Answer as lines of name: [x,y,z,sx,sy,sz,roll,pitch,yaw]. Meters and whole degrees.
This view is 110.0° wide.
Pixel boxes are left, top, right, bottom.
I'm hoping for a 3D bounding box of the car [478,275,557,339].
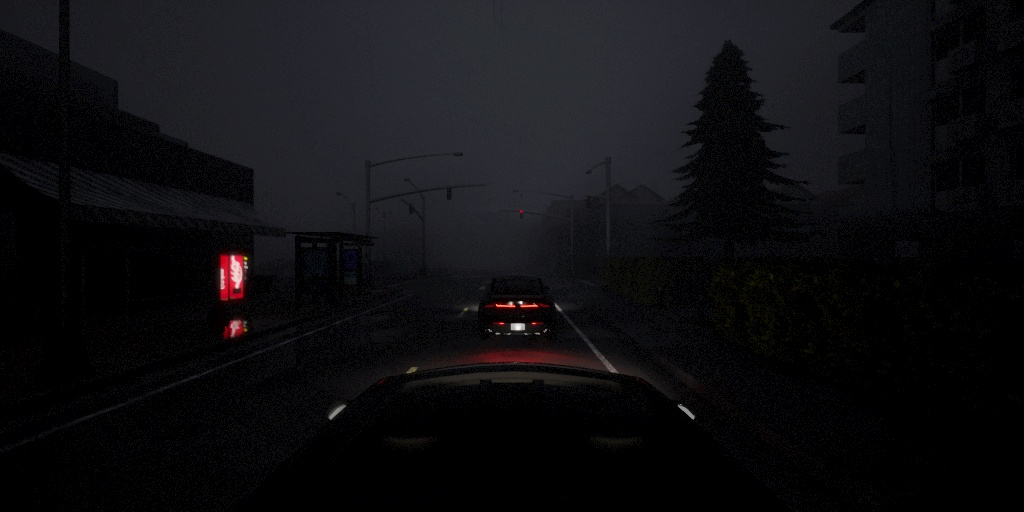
car: [0.118,1.255,10.038,1.837,1.490,4.892,0,0,0]
